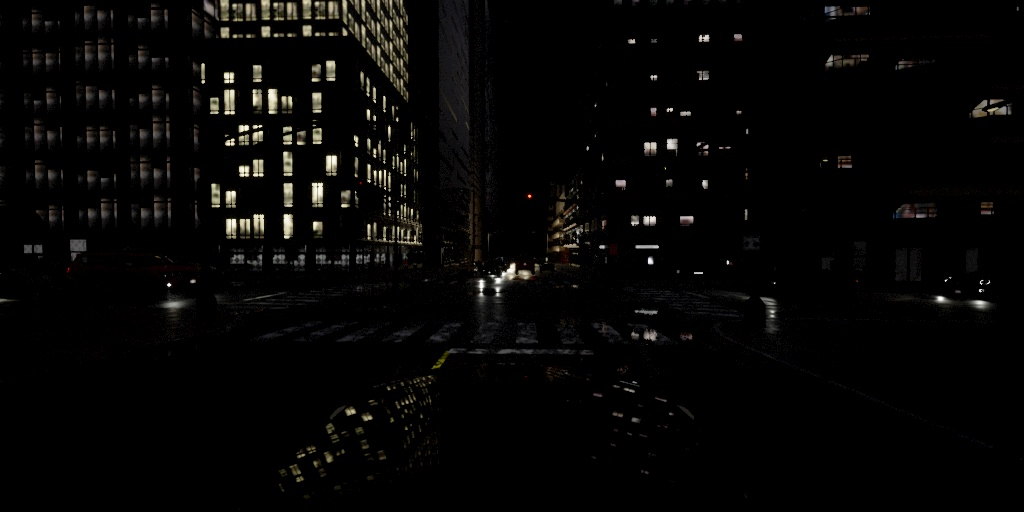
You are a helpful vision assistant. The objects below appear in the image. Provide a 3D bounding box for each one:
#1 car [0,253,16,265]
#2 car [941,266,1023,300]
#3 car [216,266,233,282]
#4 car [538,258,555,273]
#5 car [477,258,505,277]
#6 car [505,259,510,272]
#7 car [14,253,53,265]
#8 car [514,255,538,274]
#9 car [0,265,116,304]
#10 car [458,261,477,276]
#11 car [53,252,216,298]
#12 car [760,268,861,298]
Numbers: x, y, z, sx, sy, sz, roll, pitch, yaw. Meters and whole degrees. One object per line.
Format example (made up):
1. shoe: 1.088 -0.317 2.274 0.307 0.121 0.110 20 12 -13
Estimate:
1. car: -28.557 0.889 17.936 4.553 1.767 2.097 0 1 3
2. car: 25.374 1.290 18.477 4.553 1.767 2.097 0 1 3
3. car: -20.943 1.030 23.334 4.829 1.417 1.751 0 0 3
4. car: 4.103 1.290 42.435 2.007 1.370 4.403 0 0 2
5. car: -1.958 1.246 34.805 1.837 1.490 4.892 0 0 2
6. car: -1.603 1.303 44.702 1.994 1.385 4.181 0 0 2
7. car: -32.875 0.713 23.960 5.009 1.841 2.192 0 0 3
8. car: 1.478 0.961 41.186 2.150 2.045 5.566 0 0 2
9. car: -19.858 1.205 14.957 4.403 1.370 2.007 0 0 3
10. car: -4.478 1.266 36.910 1.751 1.417 4.829 0 0 2
11. car: -18.139 0.847 17.419 5.566 2.045 2.150 1 1 3
12. car: 15.530 1.382 18.975 4.674 1.442 1.812 1 1 4
